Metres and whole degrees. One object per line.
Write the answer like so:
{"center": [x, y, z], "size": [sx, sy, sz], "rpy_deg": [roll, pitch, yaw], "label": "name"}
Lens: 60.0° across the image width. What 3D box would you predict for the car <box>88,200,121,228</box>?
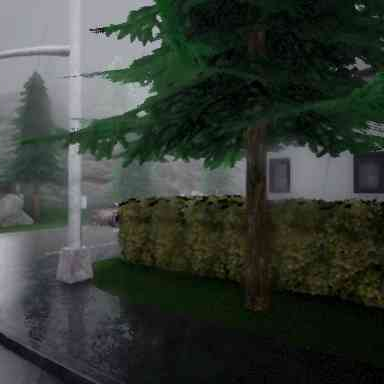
{"center": [-4.616, 1.335, 22.018], "size": [2.097, 1.767, 4.553], "rpy_deg": [0, 0, 36], "label": "car"}
